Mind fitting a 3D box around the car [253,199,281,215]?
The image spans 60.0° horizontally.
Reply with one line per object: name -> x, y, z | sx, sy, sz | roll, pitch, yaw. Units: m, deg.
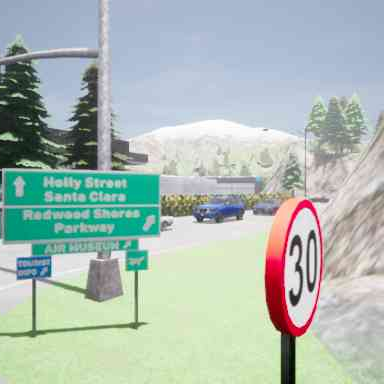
car -> 8.345, 1.541, 36.034 | 2.097, 1.767, 4.553 | 0, 0, 36

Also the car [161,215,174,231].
car -> -3.253, 1.789, 20.021 | 1.895, 1.301, 4.718 | 0, 0, 36

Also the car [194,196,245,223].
car -> 2.431, 1.410, 27.877 | 2.150, 2.045, 5.566 | 0, 0, 36

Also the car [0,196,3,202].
car -> -12.410, 1.499, 26.008 | 1.905, 1.878, 3.866 | 0, 0, 35

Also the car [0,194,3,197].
car -> -38.725, 1.475, 69.883 | 4.514, 1.523, 2.007 | 0, 0, 35

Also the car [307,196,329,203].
car -> 28.319, 1.713, 74.690 | 2.128, 1.511, 4.902 | 0, 0, -42
